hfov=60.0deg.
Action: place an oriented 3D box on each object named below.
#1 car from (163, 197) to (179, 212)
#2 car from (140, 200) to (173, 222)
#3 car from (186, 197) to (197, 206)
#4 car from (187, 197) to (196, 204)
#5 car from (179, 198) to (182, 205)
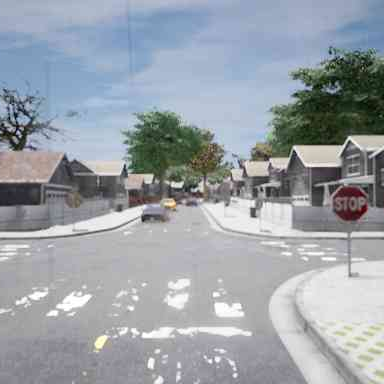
[{"bbox_3d":[-2.895,1.549,39.668,1.882,1.535,5.008,0,0,0],"label":"car"},{"bbox_3d":[-2.880,1.595,26.759,2.033,1.411,5.357,0,0,0],"label":"car"},{"bbox_3d":[-0.078,1.655,55.762,2.033,1.411,5.357,0,0,0],"label":"car"},{"bbox_3d":[-0.093,1.734,66.215,1.895,1.301,4.718,0,0,0],"label":"car"},{"bbox_3d":[-2.841,1.684,60.722,1.994,1.385,4.181,0,0,0],"label":"car"}]
